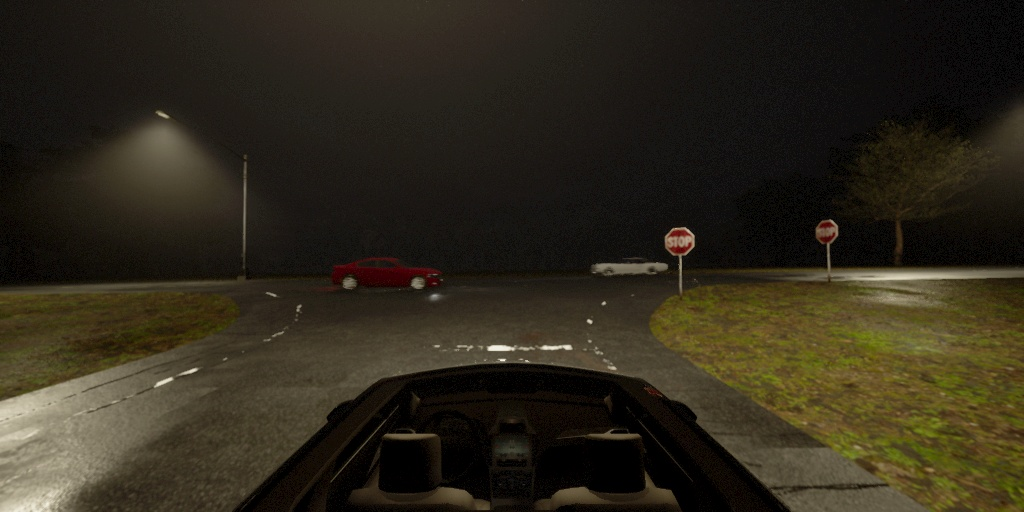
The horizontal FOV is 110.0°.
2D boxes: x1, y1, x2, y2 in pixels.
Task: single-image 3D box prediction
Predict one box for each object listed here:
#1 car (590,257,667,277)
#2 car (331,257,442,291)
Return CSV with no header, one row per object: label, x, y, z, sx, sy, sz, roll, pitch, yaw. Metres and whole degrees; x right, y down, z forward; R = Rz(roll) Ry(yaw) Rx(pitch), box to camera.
car,7.790,0.765,24.276,4.718,1.301,1.895,-1,-2,-2
car,-5.824,0.826,16.963,5.008,1.535,1.882,1,-1,-1
